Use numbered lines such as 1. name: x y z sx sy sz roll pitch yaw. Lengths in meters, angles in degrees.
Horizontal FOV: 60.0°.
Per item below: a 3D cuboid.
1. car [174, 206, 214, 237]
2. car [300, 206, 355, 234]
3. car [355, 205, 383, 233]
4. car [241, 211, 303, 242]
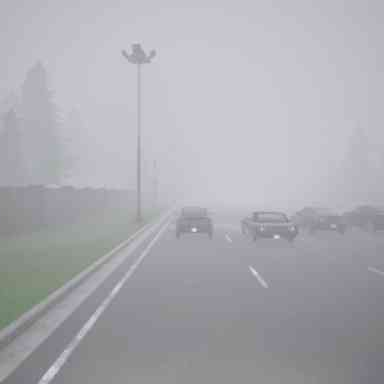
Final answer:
1. car: 0.109 1.507 18.000 1.837 1.490 4.892 0 0 0
2. car: 7.095 1.528 18.959 1.812 1.442 4.674 0 0 0
3. car: 10.609 1.480 19.484 1.882 1.535 5.008 0 0 0
4. car: 3.608 1.603 16.360 1.895 1.301 4.718 0 0 0
